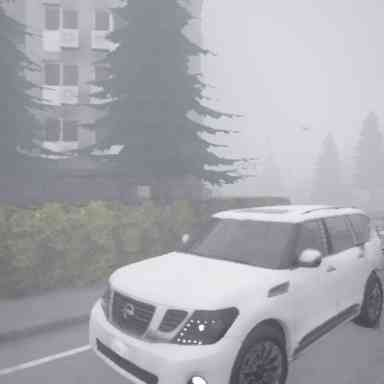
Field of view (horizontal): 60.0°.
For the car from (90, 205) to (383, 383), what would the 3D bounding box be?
[{"bbox_3d":[1.255,1.266,5.341,5.566,2.045,2.150,0,-1,-44],"label":"car"}]
